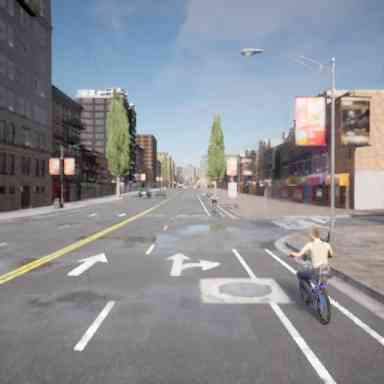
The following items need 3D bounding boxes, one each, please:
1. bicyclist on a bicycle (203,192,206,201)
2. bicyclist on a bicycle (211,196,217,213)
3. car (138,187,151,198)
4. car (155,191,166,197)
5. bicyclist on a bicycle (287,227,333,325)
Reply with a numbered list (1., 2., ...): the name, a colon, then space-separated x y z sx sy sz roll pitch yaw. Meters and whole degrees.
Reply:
1. bicyclist on a bicycle: 2.276 0.823 61.763 0.866 1.612 1.509 0 1 0
2. bicyclist on a bicycle: 2.253 1.264 33.709 0.659 1.776 1.843 0 1 0
3. car: -9.749 0.068 69.240 2.150 2.045 5.566 0 1 0
4. car: -6.499 0.394 69.277 1.994 1.385 4.181 0 1 0
5. bicyclist on a bicycle: 2.234 1.434 6.111 0.866 1.612 1.509 0 0 0
